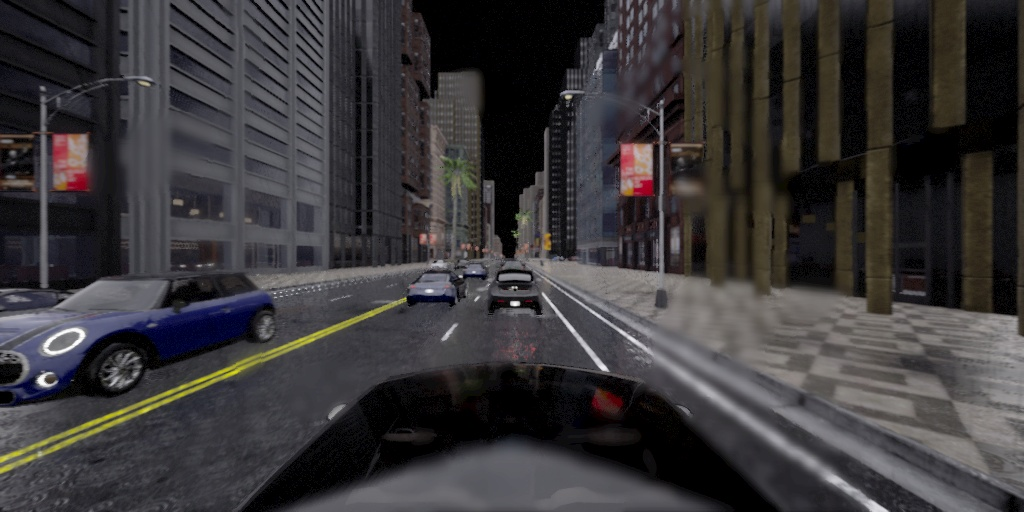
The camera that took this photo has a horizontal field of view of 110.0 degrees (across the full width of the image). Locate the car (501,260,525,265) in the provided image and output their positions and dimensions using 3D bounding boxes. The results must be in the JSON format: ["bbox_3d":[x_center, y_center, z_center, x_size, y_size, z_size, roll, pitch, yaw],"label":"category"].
[{"bbox_3d":[0.096,1.090,30.879,2.097,1.767,4.553,0,0,0],"label":"car"}]

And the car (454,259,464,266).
[{"bbox_3d":[-6.589,1.234,48.008,1.837,1.490,4.892,0,1,0],"label":"car"}]

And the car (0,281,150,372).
[{"bbox_3d":[-9.852,1.312,6.669,1.994,1.385,4.181,0,0,0],"label":"car"}]

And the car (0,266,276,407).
[{"bbox_3d":[-6.601,1.100,6.525,2.097,1.767,4.553,0,0,0],"label":"car"}]

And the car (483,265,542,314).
[{"bbox_3d":[0.098,1.250,13.696,1.837,1.490,4.892,0,0,0],"label":"car"}]

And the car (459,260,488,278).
[{"bbox_3d":[-3.154,1.302,31.744,1.994,1.385,4.181,0,0,0],"label":"car"}]

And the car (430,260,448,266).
[{"bbox_3d":[-9.839,1.257,48.356,1.812,1.442,4.674,0,0,0],"label":"car"}]

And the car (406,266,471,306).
[{"bbox_3d":[-3.152,1.308,15.694,1.994,1.385,4.181,0,0,0],"label":"car"}]
